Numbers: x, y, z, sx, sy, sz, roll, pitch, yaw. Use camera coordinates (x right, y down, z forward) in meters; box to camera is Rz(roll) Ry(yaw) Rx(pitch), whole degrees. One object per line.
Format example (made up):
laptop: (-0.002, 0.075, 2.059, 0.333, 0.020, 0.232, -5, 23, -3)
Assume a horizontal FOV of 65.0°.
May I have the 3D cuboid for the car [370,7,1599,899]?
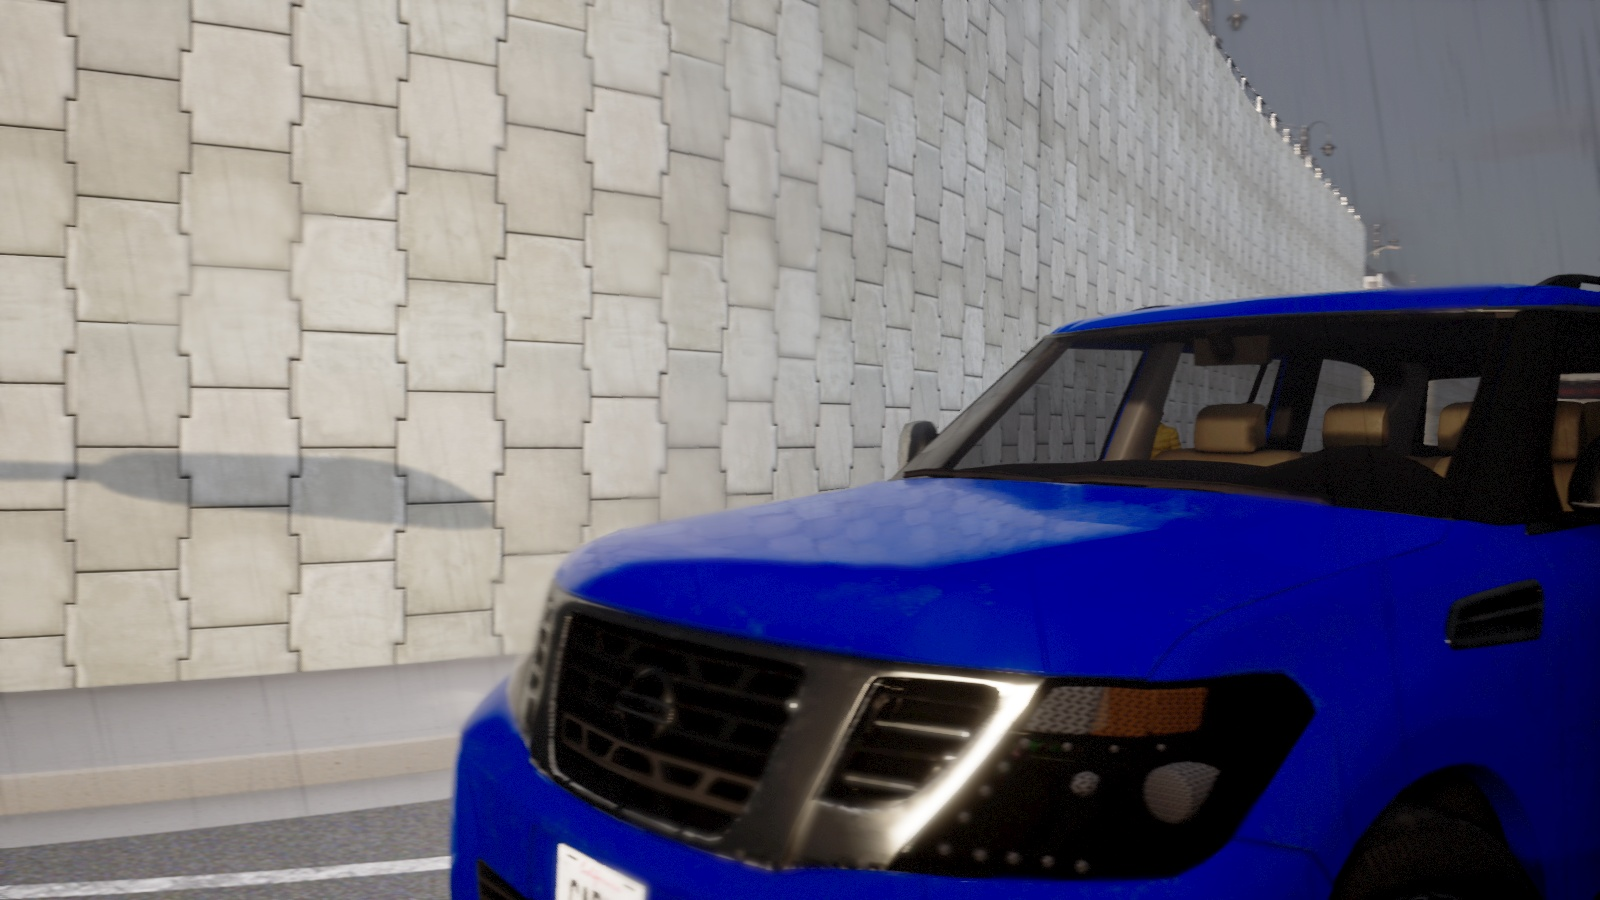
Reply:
car: (1.760, 0.441, 4.111, 5.566, 2.045, 2.150, -1, 1, -40)
